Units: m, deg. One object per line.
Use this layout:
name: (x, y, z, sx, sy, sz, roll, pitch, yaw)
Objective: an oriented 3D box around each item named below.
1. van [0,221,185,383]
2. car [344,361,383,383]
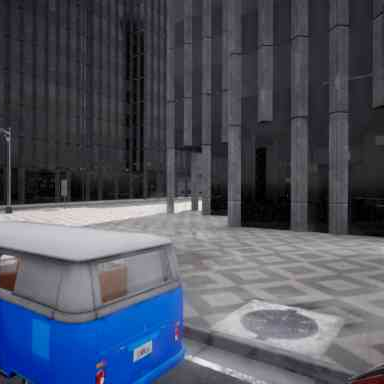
van: (-1.991, 1.341, 4.382, 3.998, 1.788, 1.690, 0, 0, 35)
car: (2.509, 1.440, 1.177, 4.097, 1.590, 1.967, 0, 0, 35)
